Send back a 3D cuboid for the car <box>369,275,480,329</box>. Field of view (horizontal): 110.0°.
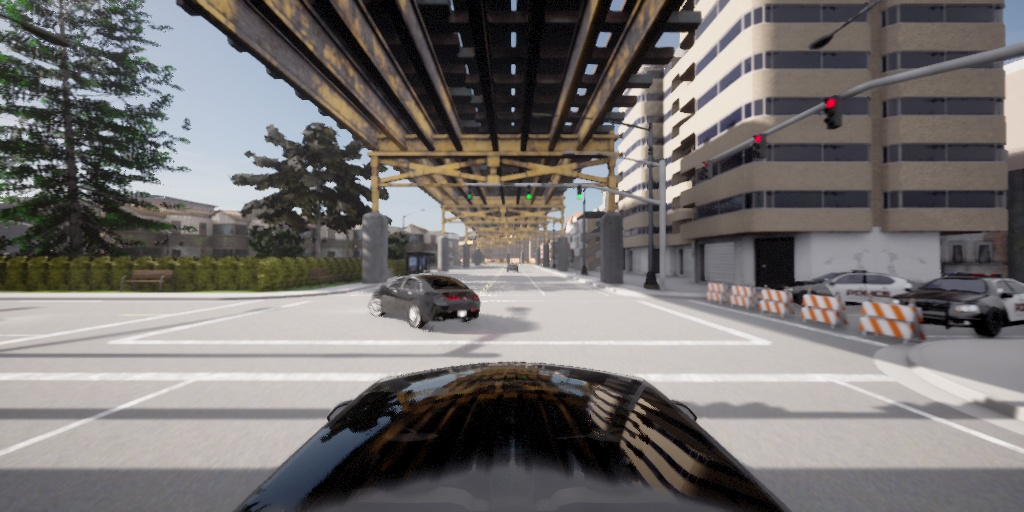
[{"bbox_3d":[-3.013,1.353,11.816,1.837,1.490,4.892,4,-2,-42],"label":"car"}]

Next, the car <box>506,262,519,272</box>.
[{"bbox_3d":[0.096,1.754,56.005,2.128,1.511,4.902,0,-1,0],"label":"car"}]
